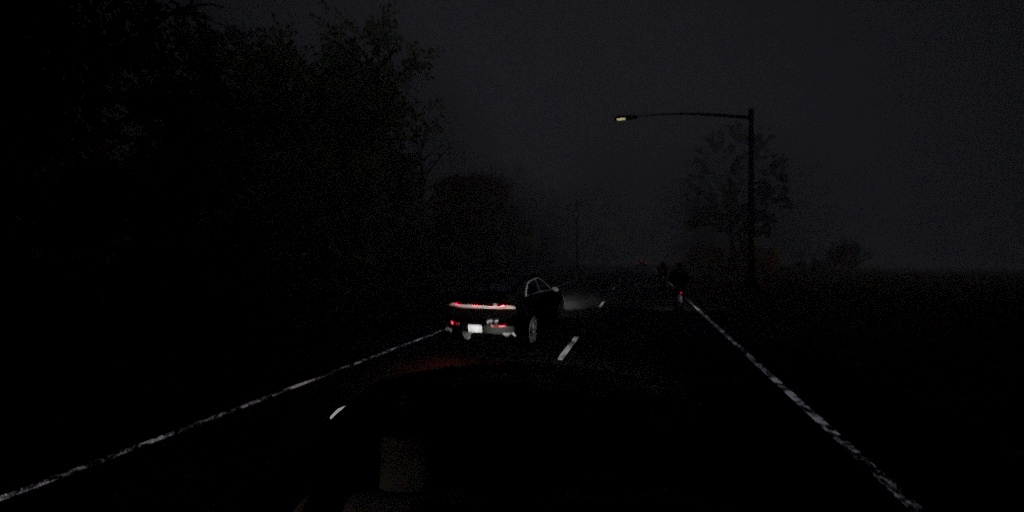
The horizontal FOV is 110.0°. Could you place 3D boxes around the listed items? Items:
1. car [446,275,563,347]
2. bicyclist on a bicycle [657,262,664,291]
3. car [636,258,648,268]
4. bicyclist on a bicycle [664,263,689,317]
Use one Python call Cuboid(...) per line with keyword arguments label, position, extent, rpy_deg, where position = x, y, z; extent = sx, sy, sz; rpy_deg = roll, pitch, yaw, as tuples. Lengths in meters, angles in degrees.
Cuboid(label="car", position=(0.075, 1.230, 9.459), extent=(2.128, 1.511, 4.902), rpy_deg=(0, 0, 20))
Cuboid(label="bicyclist on a bicycle", position=(8.625, 1.176, 20.522), extent=(0.582, 1.620, 1.656), rpy_deg=(0, 0, 20))
Cuboid(label="car", position=(21.734, 1.216, 60.089), extent=(2.033, 1.411, 5.357), rpy_deg=(0, 0, 20))
Cuboid(label="bicyclist on a bicycle", position=(5.691, 1.105, 12.238), extent=(0.659, 1.776, 1.843), rpy_deg=(0, 0, 19))
